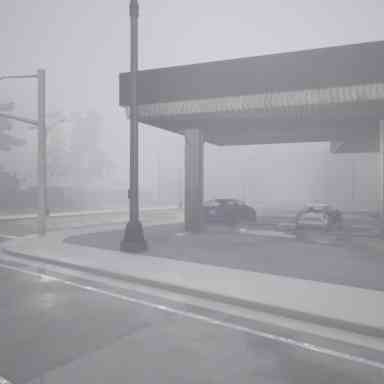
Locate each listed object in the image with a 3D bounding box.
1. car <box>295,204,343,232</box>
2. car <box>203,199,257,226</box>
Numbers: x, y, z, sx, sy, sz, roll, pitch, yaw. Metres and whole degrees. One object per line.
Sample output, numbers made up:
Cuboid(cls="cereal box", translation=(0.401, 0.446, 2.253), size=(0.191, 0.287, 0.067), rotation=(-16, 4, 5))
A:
Cuboid(cls="car", translation=(7.664, 1.455, 19.829), size=(1.970, 1.475, 3.806), rotation=(0, 0, 37))
Cuboid(cls="car", translation=(2.590, 1.294, 22.629), size=(2.242, 1.667, 4.611), rotation=(0, 0, 37))
